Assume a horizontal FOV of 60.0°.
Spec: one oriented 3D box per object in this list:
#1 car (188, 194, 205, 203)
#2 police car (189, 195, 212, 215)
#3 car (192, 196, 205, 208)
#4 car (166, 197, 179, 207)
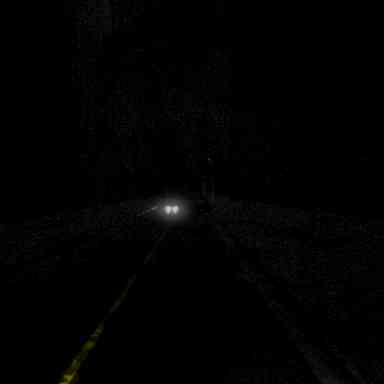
[{"bbox_3d":[0.909,1.218,43.092,2.150,2.045,5.566,0,0,0],"label":"car"},{"bbox_3d":[0.907,1.413,33.171,1.930,1.638,5.238,0,0,0],"label":"police car"},{"bbox_3d":[0.911,1.453,49.252,1.801,1.575,5.366,0,0,0],"label":"car"},{"bbox_3d":[-3.055,1.493,52.626,2.128,1.511,4.902,0,0,0],"label":"car"}]
